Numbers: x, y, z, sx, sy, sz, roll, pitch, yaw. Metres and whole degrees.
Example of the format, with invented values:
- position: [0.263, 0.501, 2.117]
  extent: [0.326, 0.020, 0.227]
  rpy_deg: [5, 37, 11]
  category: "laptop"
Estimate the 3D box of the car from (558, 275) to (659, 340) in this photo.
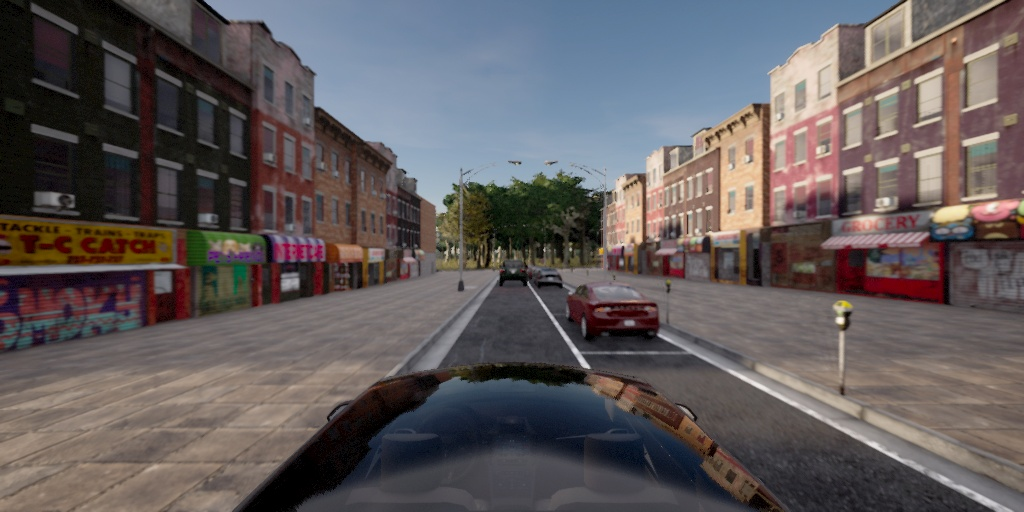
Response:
- position: [2.637, 1.391, 10.243]
  extent: [1.888, 1.381, 4.507]
  rpy_deg: [0, 0, 0]
  category: "car"

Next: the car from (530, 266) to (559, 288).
- position: [2.637, 1.604, 26.461]
  extent: [1.948, 1.339, 4.313]
  rpy_deg: [0, 0, 0]
  category: "car"

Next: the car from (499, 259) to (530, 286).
- position: [0.097, 1.298, 29.379]
  extent: [2.150, 2.045, 5.566]
  rpy_deg: [0, 0, 0]
  category: "car"

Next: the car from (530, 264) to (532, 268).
- position: [2.637, 1.655, 31.867]
  extent: [2.007, 1.370, 4.403]
  rpy_deg: [0, 0, 0]
  category: "car"
